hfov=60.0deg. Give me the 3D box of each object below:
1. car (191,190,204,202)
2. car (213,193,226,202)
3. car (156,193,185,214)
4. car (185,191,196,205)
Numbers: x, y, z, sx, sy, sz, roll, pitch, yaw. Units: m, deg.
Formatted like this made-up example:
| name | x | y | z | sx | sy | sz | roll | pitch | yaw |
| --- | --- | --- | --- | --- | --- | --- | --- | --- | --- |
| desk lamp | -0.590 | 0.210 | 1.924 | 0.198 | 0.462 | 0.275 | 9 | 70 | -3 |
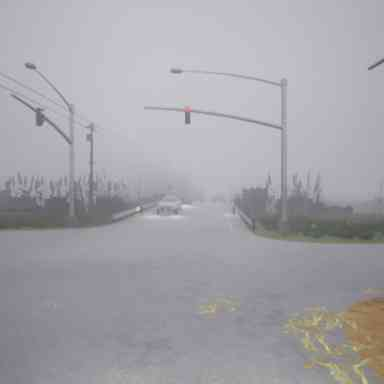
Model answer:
| name | x | y | z | sx | sy | sz | roll | pitch | yaw |
| --- | --- | --- | --- | --- | --- | --- | --- | --- | --- |
| car | 0.748 | 0.639 | 54.454 | 2.150 | 2.045 | 5.566 | 0 | 0 | 9 |
| car | 4.415 | 0.913 | 54.218 | 1.882 | 1.535 | 5.008 | 0 | -2 | 8 |
| car | -2.061 | 1.148 | 30.906 | 1.812 | 1.442 | 4.674 | 0 | 3 | 5 |
| car | -1.025 | 0.873 | 40.866 | 1.994 | 1.385 | 4.181 | 0 | 1 | 6 |
